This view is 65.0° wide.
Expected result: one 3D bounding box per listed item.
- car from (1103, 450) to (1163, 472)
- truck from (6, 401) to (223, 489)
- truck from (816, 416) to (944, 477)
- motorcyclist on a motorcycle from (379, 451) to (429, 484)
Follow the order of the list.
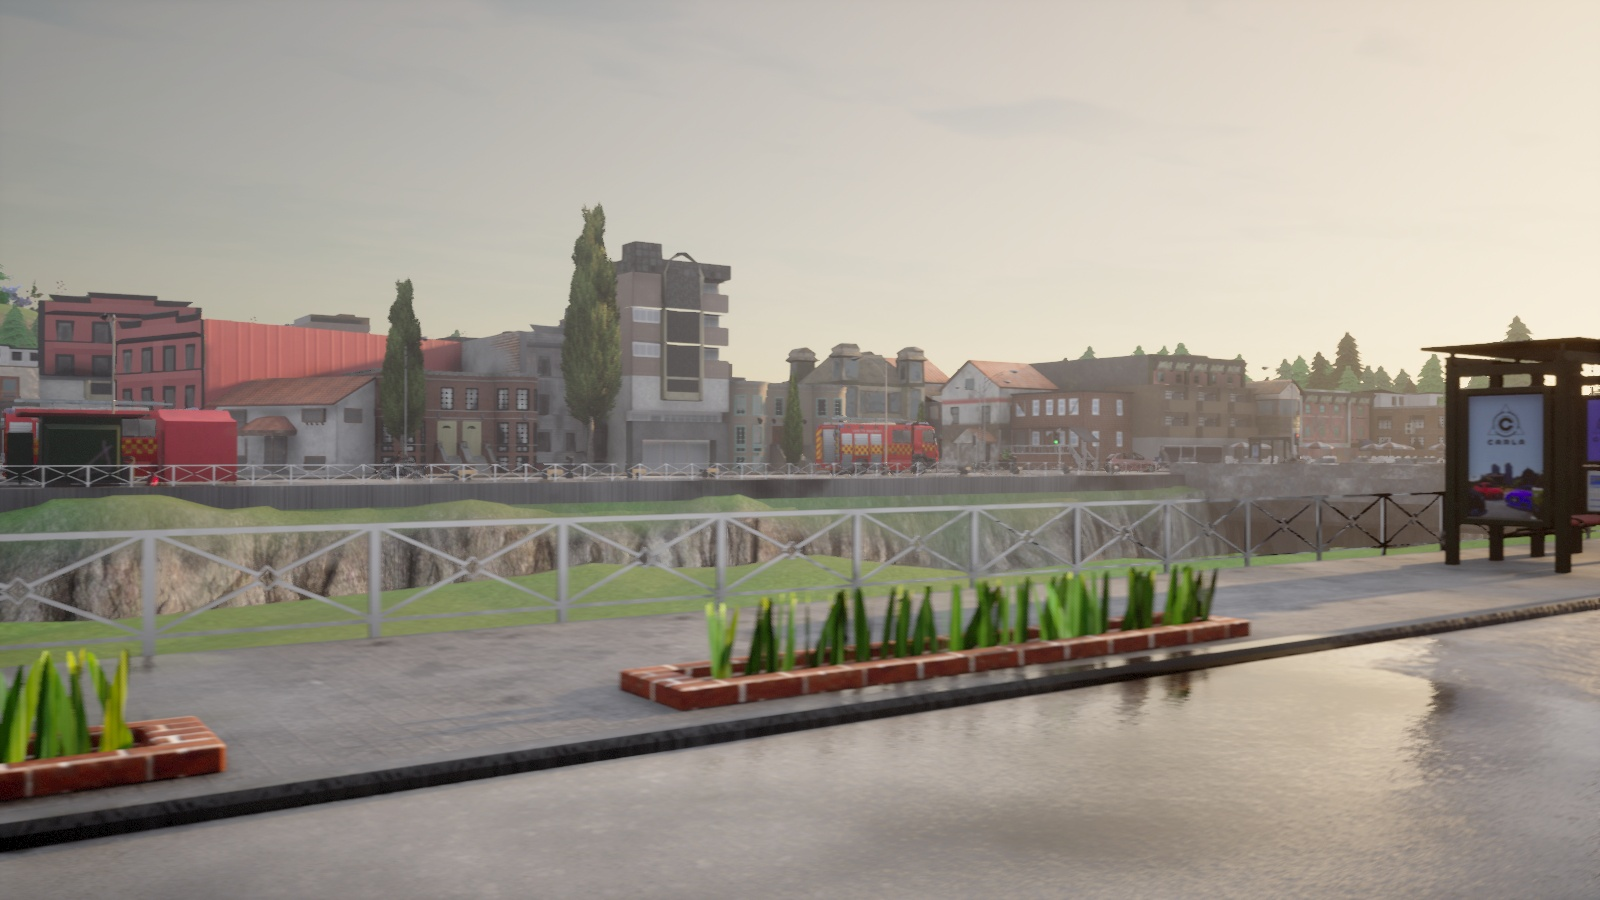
[{"bbox_3d":[24.985,0.821,94.373,3.988,1.617,1.851,0,0,-2],"label":"car"},{"bbox_3d":[-31.347,-0.212,57.633,8.468,3.827,2.891,0,0,-35],"label":"truck"},{"bbox_3d":[5.369,-0.227,83.205,8.468,3.827,2.891,0,0,-35],"label":"truck"},{"bbox_3d":[-20.558,0.898,65.143,2.350,1.649,0.766,0,0,-35],"label":"motorcyclist on a motorcycle"}]
